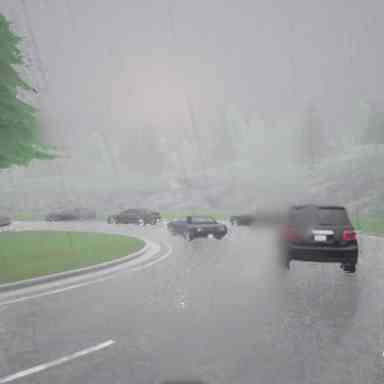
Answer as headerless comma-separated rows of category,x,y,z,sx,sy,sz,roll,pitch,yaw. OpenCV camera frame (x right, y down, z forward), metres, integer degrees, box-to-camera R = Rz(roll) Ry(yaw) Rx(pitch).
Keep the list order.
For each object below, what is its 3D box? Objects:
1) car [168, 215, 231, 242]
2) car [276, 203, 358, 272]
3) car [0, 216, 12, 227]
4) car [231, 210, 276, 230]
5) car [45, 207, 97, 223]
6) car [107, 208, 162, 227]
car,0.113,1.947,18.722,1.895,1.301,4.718,0,-1,-21
car,4.153,1.384,11.665,2.150,2.045,5.566,0,-1,14
car,-16.765,2.247,25.245,5.357,1.411,2.033,0,-1,-18
car,4.830,1.981,24.187,1.895,1.301,4.718,0,-1,-32
car,-11.849,2.259,32.750,4.902,1.511,2.128,-1,-1,2
car,-4.893,2.087,27.885,4.892,1.490,1.837,-1,-3,27
